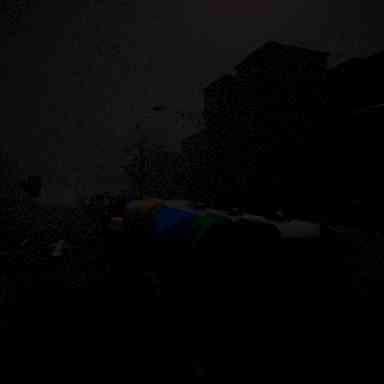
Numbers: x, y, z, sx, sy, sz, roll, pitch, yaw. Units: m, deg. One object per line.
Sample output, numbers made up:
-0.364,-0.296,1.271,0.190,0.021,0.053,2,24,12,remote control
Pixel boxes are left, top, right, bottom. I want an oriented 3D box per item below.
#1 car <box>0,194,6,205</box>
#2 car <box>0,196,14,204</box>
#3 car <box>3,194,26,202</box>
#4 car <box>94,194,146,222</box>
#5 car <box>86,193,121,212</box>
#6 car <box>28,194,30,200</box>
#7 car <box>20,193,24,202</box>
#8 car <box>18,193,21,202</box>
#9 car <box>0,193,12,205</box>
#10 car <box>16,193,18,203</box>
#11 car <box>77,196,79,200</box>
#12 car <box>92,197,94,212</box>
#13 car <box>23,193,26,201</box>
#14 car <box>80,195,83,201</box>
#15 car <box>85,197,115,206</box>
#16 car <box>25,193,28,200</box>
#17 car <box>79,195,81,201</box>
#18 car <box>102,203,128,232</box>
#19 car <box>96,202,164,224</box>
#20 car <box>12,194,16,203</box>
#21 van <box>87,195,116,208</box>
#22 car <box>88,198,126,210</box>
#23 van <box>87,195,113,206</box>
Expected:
-33.141,1.452,53.296,4.792,1.488,2.163,1,-1,-39,car
-36.087,1.471,61.697,4.892,1.521,2.231,1,0,-39,car
-43.375,1.445,81.112,4.553,1.767,2.185,1,-1,-41,car
-3.025,1.420,21.464,5.566,2.045,2.435,3,-2,-39,car
-7.906,1.510,35.691,5.566,2.045,2.435,3,-1,-39,car
-44.586,1.578,83.752,5.366,1.575,1.946,1,0,-42,car
-40.172,1.559,72.814,4.792,1.488,2.163,1,0,-40,car
-38.086,1.501,67.284,5.008,1.535,2.097,1,0,-40,car
-34.148,1.186,56.069,5.566,2.045,2.435,1,0,-39,car
-37.062,1.360,64.511,4.553,1.767,2.185,1,0,-40,car
-27.088,1.786,89.620,5.566,2.045,2.435,3,-1,-42,car
-6.951,1.620,32.850,4.553,1.767,2.185,3,-2,-39,car
-41.179,1.574,75.634,4.792,1.488,2.163,1,-1,-41,car
-23.809,2.003,81.188,5.008,1.535,2.097,3,-2,-41,car
-18.521,1.939,67.117,5.366,1.575,1.946,3,-2,-39,car
-42.260,1.557,78.374,5.008,1.535,2.097,1,0,-41,car
-25.964,2.028,86.829,5.008,1.535,2.097,3,-1,-42,car
-1.936,1.643,18.691,5.366,1.575,1.946,3,-2,-39,car
-4.987,1.714,27.160,5.008,1.535,2.097,3,-1,-39,car
-34.968,1.454,59.015,5.366,1.575,1.946,1,-1,-39,car
-15.782,1.659,58.382,4.442,1.987,1.878,3,-1,-39,van
-12.770,1.841,49.926,5.008,1.535,2.097,3,-1,-39,car
-17.749,1.690,64.076,4.442,1.987,1.878,3,-1,-39,van
